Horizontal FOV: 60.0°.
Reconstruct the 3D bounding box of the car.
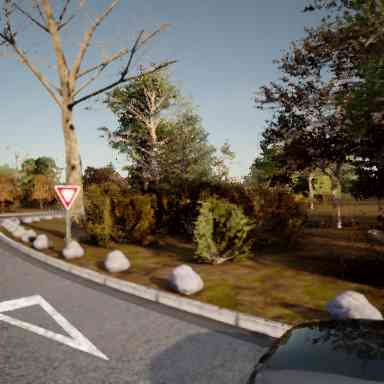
[{"bbox_3d":[2.417,1.570,2.199,4.181,1.385,1.994,0,0,35],"label":"car"}]
